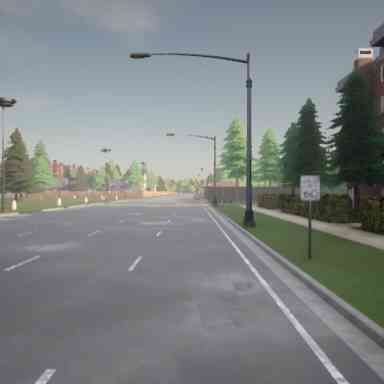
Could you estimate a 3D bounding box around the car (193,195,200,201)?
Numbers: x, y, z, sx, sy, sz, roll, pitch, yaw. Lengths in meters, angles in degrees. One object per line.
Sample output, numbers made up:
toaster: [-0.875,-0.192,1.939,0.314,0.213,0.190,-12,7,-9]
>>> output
car: [1.225,1.490,86.588,1.801,1.575,5.366,0,0,0]
